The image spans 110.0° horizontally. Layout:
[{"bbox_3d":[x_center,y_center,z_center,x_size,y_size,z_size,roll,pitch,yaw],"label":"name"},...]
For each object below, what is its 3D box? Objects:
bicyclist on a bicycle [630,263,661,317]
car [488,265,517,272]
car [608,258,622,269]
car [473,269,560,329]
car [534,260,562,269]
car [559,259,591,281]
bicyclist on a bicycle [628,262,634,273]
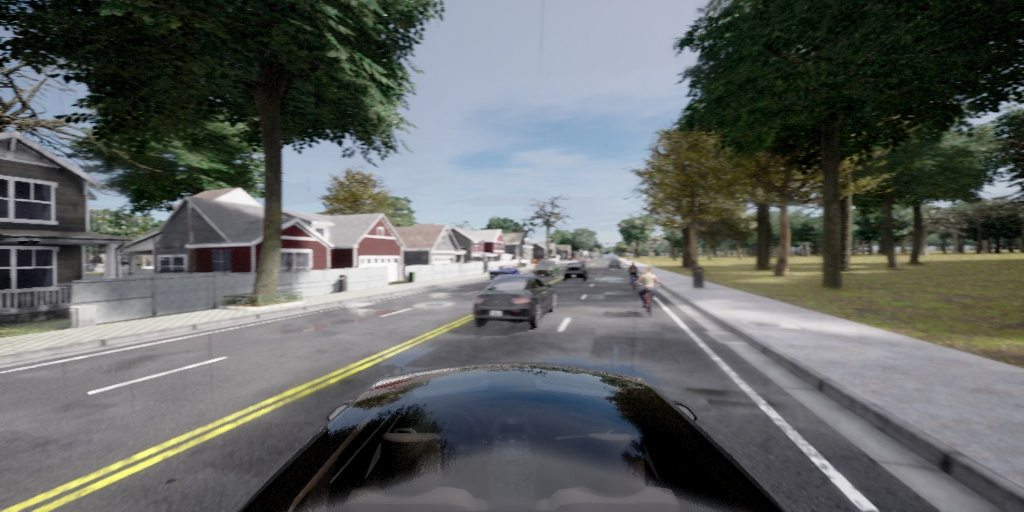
[{"bbox_3d":[4.554,1.150,12.015,0.866,1.612,1.509,-1,0,16],"label":"bicyclist on a bicycle"},{"bbox_3d":[-0.673,1.518,33.158,1.895,1.301,4.718,-1,0,16],"label":"car"},{"bbox_3d":[16.324,1.219,56.996,2.128,1.511,4.902,-1,0,16],"label":"car"},{"bbox_3d":[0.212,1.318,11.473,1.812,1.442,4.674,-1,0,16],"label":"car"},{"bbox_3d":[3.438,1.207,35.799,2.097,1.767,4.553,-1,0,16],"label":"car"},{"bbox_3d":[5.453,1.293,30.197,1.837,1.490,4.892,-1,0,16],"label":"car"},{"bbox_3d":[6.921,1.163,20.439,0.582,1.620,1.656,-1,-1,16],"label":"bicyclist on a bicycle"}]
